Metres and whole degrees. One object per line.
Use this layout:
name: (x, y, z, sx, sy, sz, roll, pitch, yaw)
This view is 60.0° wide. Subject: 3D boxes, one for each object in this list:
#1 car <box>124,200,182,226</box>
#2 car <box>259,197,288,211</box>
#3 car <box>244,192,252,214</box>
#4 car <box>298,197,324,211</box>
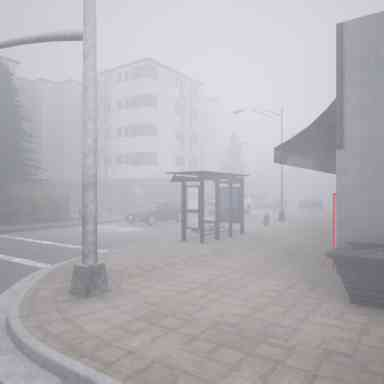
car: (-2.342, 1.328, 22.191, 1.837, 1.490, 4.892, 0, 0, 36)
car: (9.488, 1.301, 38.587, 1.882, 1.535, 5.008, 0, 0, 36)
car: (3.544, 1.045, 30.373, 2.150, 2.045, 5.566, 0, 0, 36)
car: (13.718, 1.329, 38.217, 1.837, 1.490, 4.892, 0, 0, 36)
